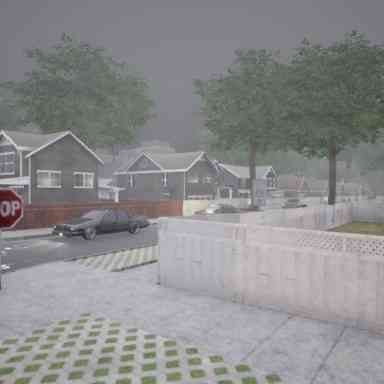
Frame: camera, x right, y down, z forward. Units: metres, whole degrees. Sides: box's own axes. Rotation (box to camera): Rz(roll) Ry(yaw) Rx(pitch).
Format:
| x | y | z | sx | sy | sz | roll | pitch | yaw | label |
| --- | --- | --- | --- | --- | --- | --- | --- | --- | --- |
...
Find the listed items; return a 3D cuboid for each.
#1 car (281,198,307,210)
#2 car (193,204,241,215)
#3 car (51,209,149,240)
| x | y | z | sx | sy | sz | roll | pitch | yaw | label |
| --- | --- | --- | --- | --- | --- | --- | --- | --- | --- |
| 13.127 | 1.617 | 42.605 | 2.097 | 1.767 | 4.553 | 0 | 0 | 36 | car |
| 2.195 | 1.693 | 27.363 | 2.033 | 1.411 | 5.357 | 0 | 0 | 36 | car |
| -4.630 | 1.622 | 17.813 | 2.033 | 1.411 | 5.357 | 0 | 0 | 35 | car |
